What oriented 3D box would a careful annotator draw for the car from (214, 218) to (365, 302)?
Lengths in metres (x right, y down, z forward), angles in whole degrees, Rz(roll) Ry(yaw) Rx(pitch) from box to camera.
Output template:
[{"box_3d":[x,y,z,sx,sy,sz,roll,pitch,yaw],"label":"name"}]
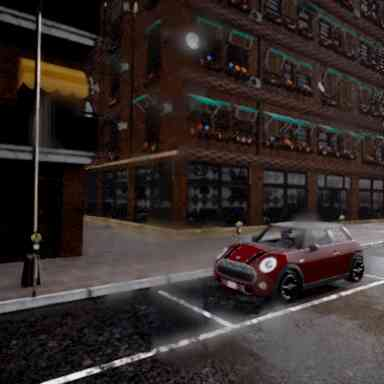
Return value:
[{"box_3d":[2.499,1.502,8.352,4.097,1.590,1.967,1,0,-35],"label":"car"}]
